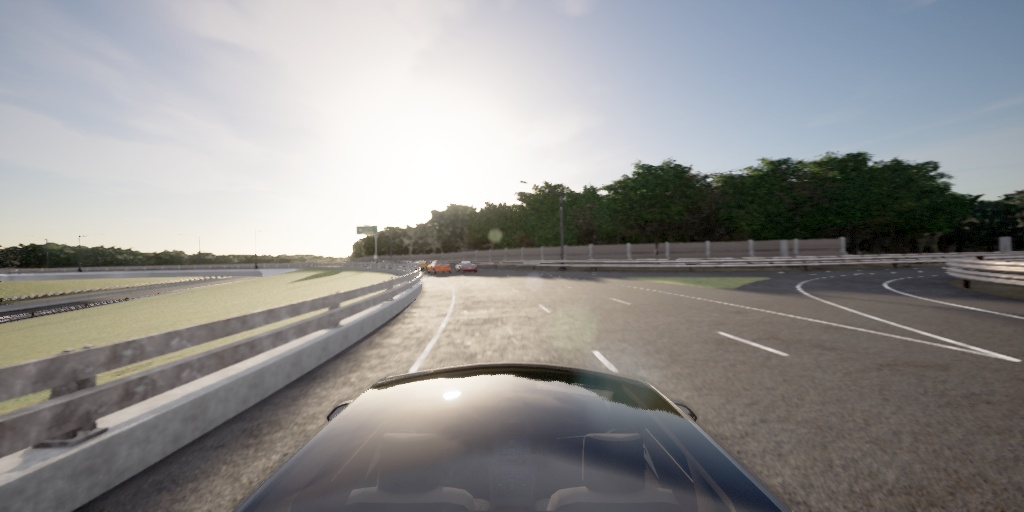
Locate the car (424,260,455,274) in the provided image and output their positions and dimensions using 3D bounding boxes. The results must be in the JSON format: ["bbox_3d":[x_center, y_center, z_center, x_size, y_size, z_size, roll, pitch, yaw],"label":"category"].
[{"bbox_3d":[-9.132,1.301,44.715,2.097,1.767,4.553,-1,0,-25],"label":"car"}]

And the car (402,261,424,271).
[{"bbox_3d":[-15.326,1.646,56.435,1.994,1.385,4.181,-1,0,-34],"label":"car"}]

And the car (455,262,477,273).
[{"bbox_3d":[-6.060,1.451,46.418,1.994,1.385,4.181,-1,0,-25],"label":"car"}]
